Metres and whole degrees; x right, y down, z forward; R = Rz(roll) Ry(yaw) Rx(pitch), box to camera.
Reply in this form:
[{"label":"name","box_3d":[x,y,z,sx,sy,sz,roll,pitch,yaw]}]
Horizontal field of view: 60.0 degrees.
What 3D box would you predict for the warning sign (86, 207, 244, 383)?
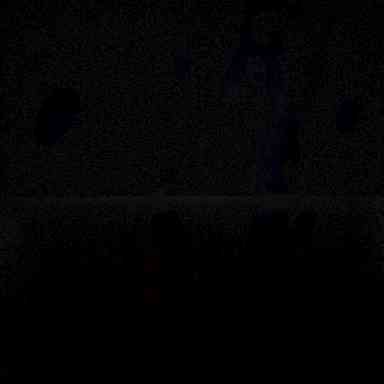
[{"label":"warning sign","box_3d":[-0.230,1.118,3.476,1.060,1.860,1.300,0,0,35]}]
